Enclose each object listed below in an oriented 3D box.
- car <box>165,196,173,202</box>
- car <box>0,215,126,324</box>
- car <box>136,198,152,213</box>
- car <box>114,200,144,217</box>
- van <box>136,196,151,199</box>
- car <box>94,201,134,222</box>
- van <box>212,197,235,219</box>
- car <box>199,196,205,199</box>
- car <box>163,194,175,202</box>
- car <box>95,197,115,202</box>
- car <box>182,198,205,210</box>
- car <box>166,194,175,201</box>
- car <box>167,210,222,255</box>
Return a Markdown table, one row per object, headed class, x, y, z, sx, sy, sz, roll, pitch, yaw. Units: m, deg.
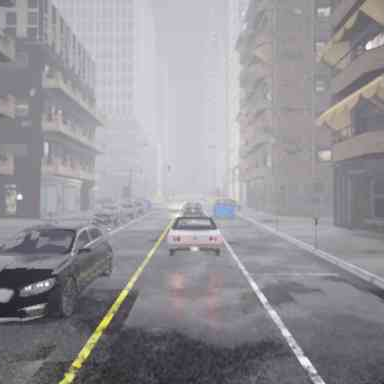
| class | x | y | z | sx | sy | sz | roll | pitch | yaw |
| --- | --- | --- | --- | --- | --- | --- | --- | --- | --- |
| car | -5.695 | 1.682 | 83.517 | 1.802 | 1.307 | 4.206 | 1 | 0 | 0 |
| car | -3.102 | 1.501 | 7.456 | 2.128 | 1.511 | 4.902 | 0 | 0 | 0 |
| car | -5.651 | 1.608 | 34.334 | 1.947 | 1.339 | 4.313 | 1 | 0 | 0 |
| car | -5.650 | 1.618 | 28.794 | 1.802 | 1.307 | 4.206 | 1 | 0 | 0 |
| van | -5.818 | 1.390 | 39.876 | 1.690 | 1.788 | 3.998 | 1 | 0 | 0 |
| car | -5.649 | 1.580 | 23.253 | 2.008 | 1.369 | 4.403 | 1 | 0 | 0 |
| van | 2.701 | 1.377 | 28.849 | 1.690 | 1.788 | 3.998 | 1 | 0 | 0 |
| car | 2.684 | 1.689 | 89.155 | 1.802 | 1.307 | 4.206 | 1 | 0 | 0 |
| car | -5.691 | 1.534 | 77.942 | 1.967 | 1.590 | 4.097 | 1 | 0 | 0 |
| car | -16.505 | 1.574 | 62.519 | 4.097 | 1.590 | 1.967 | 0 | -1 | 0 |
| car | 0.092 | 1.585 | 30.406 | 2.033 | 1.411 | 5.357 | 0 | 0 | 0 |
| car | -5.691 | 1.422 | 89.092 | 2.192 | 1.841 | 5.009 | 1 | 0 | 0 |
| car | 0.095 | 1.617 | 13.397 | 1.895 | 1.301 | 4.718 | 0 | 0 | 0 |
